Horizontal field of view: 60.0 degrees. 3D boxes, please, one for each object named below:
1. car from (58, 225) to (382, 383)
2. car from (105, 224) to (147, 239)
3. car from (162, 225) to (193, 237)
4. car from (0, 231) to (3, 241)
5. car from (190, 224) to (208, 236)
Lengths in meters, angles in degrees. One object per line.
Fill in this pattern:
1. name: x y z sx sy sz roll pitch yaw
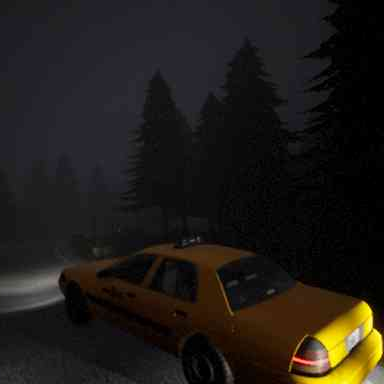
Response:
1. car: -0.232 1.433 5.091 5.366 1.575 1.801 0 1 44
2. car: -7.266 4.462 37.436 2.033 1.411 5.357 -4 -8 21
3. car: -1.991 5.477 46.658 1.882 1.535 5.008 -5 -8 31
4. car: -11.560 2.389 17.160 1.895 1.301 4.718 -3 -4 -12
5. car: 1.342 7.160 62.504 2.150 2.045 5.566 -4 -8 14
